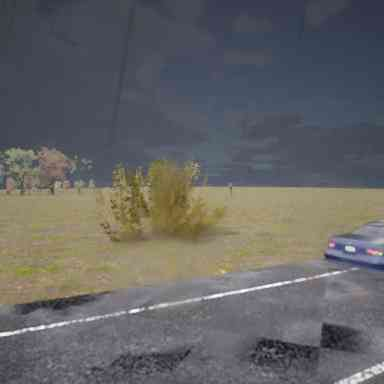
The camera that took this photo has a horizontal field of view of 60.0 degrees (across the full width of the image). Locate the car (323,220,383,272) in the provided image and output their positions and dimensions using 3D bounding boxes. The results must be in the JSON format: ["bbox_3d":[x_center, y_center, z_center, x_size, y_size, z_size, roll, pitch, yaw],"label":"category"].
[{"bbox_3d":[6.378,1.544,9.957,5.357,1.411,2.033,0,0,-28],"label":"car"}]
